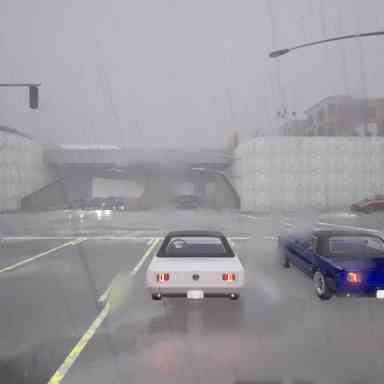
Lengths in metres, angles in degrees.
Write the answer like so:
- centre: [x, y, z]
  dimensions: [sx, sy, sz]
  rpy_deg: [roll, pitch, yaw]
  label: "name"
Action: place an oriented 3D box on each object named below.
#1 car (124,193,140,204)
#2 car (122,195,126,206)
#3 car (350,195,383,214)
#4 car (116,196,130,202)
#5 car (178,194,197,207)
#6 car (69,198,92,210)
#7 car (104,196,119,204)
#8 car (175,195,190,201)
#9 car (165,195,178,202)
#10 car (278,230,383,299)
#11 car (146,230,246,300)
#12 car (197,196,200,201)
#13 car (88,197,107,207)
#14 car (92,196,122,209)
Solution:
- centre: [-11.700, 1.220, 64.870]
  dimensions: [2.150, 2.045, 5.566]
  rpy_deg: [0, 0, -1]
  label: "car"
- centre: [-11.495, 1.546, 54.164]
  dimensions: [2.033, 1.411, 5.357]
  rpy_deg: [0, 0, -1]
  label: "car"
- centre: [15.822, 0.972, 28.456]
  dimensions: [4.181, 1.385, 1.994]
  rpy_deg: [-7, 0, 0]
  label: "car"
- centre: [-15.314, 1.538, 73.800]
  dimensions: [2.033, 1.411, 5.357]
  rpy_deg: [0, 0, -1]
  label: "car"
- centre: [-0.776, 1.490, 52.592]
  dimensions: [2.128, 1.511, 4.902]
  rpy_deg: [0, 0, -1]
  label: "car"
- centre: [-14.754, 1.525, 44.087]
  dimensions: [1.812, 1.442, 4.674]
  rpy_deg: [0, 0, -2]
  label: "car"
- centre: [-15.172, 1.524, 63.142]
  dimensions: [1.812, 1.442, 4.674]
  rpy_deg: [0, 0, -1]
  label: "car"
- centre: [-2.368, 1.476, 85.429]
  dimensions: [1.882, 1.535, 5.008]
  rpy_deg: [0, 0, 24]
  label: "car"
- centre: [-4.725, 1.353, 75.563]
  dimensions: [2.097, 1.767, 4.553]
  rpy_deg: [0, 0, 6]
  label: "car"
- centre: [3.584, 1.601, 8.360]
  dimensions: [1.895, 1.301, 4.718]
  rpy_deg: [0, 0, 0]
  label: "car"
- centre: [0.084, 1.601, 8.351]
  dimensions: [1.895, 1.301, 4.718]
  rpy_deg: [0, 0, 0]
  label: "car"
- centre: [0.487, 1.353, 83.149]
  dimensions: [2.097, 1.767, 4.553]
  rpy_deg: [0, 0, 20]
  label: "car"
- centre: [-14.970, 1.524, 53.140]
  dimensions: [1.812, 1.442, 4.674]
  rpy_deg: [0, 0, -1]
  label: "car"
- centre: [-11.264, 1.491, 44.520]
  dimensions: [2.128, 1.511, 4.902]
  rpy_deg: [0, 0, -1]
  label: "car"
